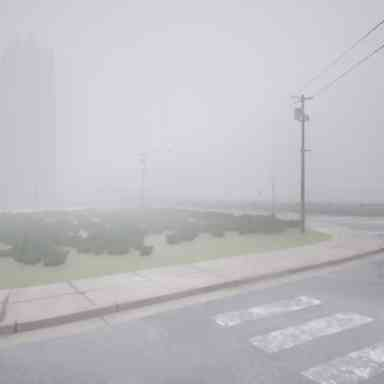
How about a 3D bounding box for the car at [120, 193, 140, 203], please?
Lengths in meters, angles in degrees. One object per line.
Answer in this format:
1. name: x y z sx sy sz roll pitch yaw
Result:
1. car: -12.343 1.299 66.340 2.150 2.045 5.566 0 0 -35
